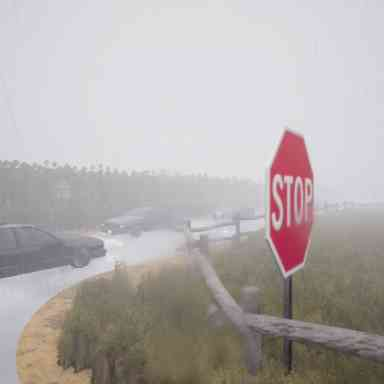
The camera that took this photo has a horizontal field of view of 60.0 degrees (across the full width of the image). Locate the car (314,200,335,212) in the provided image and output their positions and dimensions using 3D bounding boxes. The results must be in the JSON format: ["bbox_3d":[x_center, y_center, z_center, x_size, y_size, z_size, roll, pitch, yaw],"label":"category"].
[{"bbox_3d":[13.948,1.546,35.776,2.033,1.411,5.357,0,0,34],"label":"car"}]

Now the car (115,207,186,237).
[{"bbox_3d":[-2.460,1.545,18.350,2.033,1.411,5.357,0,0,35],"label":"car"}]

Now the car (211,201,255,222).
[{"bbox_3d":[3.386,1.490,26.570,2.128,1.511,4.902,0,0,35],"label":"car"}]

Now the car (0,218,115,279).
[{"bbox_3d":[-4.886,1.546,8.832,2.033,1.411,5.357,0,0,36],"label":"car"}]
